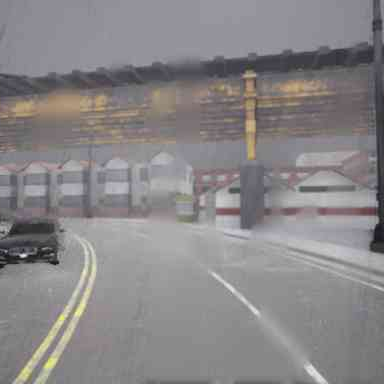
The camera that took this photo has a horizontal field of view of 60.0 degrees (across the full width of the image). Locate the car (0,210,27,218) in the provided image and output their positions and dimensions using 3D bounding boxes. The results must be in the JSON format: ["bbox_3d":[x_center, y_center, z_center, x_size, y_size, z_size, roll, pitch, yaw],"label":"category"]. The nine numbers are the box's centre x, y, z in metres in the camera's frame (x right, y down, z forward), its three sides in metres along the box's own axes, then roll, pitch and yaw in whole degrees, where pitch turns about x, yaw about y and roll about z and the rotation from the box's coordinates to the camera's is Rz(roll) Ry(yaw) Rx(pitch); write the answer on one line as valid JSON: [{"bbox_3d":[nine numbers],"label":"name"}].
[{"bbox_3d":[-19.654,2.725,36.828,5.357,1.411,2.033,-3,-3,36],"label":"car"}]

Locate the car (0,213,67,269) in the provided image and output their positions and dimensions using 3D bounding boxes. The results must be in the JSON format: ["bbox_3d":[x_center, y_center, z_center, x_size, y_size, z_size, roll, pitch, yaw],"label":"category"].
[{"bbox_3d":[-5.722,1.711,12.212,1.837,1.490,4.892,0,-2,-17],"label":"car"}]
